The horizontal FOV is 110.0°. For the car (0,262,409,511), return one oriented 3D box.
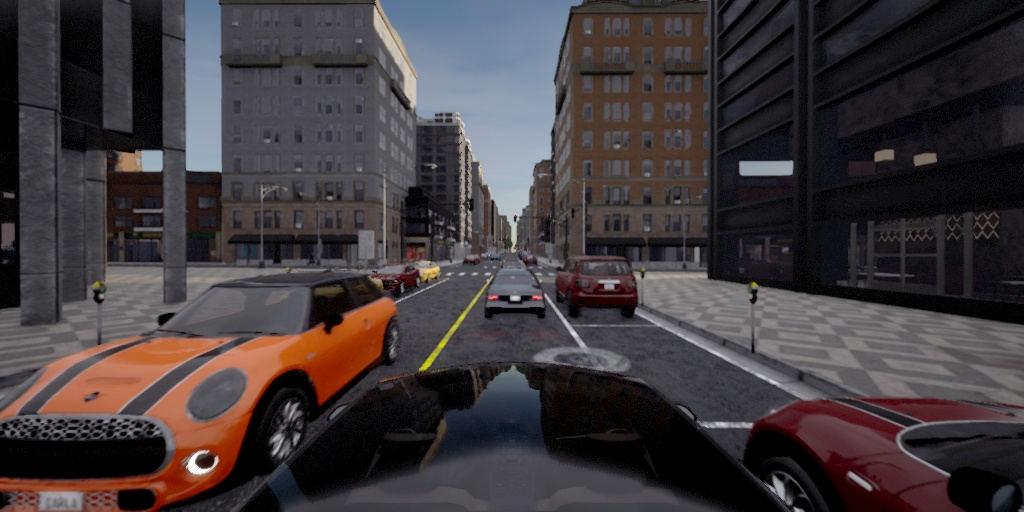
[{"bbox_3d":[-3.099,1.053,4.696,2.097,1.767,4.553,0,1,0],"label":"car"}]

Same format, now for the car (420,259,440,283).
[{"bbox_3d":[-5.859,0.918,23.363,1.751,1.417,4.829,0,0,0],"label":"car"}]

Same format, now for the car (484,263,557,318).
[{"bbox_3d":[0.086,1.128,12.032,2.033,1.411,5.357,0,1,0],"label":"car"}]

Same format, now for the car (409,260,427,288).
[{"bbox_3d":[-5.858,1.029,17.909,1.888,1.381,4.507,0,0,0],"label":"car"}]

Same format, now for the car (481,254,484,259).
[{"bbox_3d":[-5.861,0.404,56.222,1.888,1.381,4.507,0,0,0],"label":"car"}]

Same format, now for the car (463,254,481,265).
[{"bbox_3d":[-5.861,0.496,50.549,1.888,1.381,4.507,0,0,0],"label":"car"}]

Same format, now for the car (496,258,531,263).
[{"bbox_3d":[0.068,0.990,23.730,1.895,1.301,4.718,0,1,0],"label":"car"}]

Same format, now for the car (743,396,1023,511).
[{"bbox_3d":[2.669,1.201,1.030,1.967,1.591,4.097,0,0,0],"label":"car"}]

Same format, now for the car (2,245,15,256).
[{"bbox_3d":[-46.255,0.003,34.908,5.566,2.045,2.150,0,0,1],"label":"car"}]

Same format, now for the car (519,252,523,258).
[{"bbox_3d":[2.664,0.349,61.886,1.802,1.307,4.207,0,0,0],"label":"car"}]

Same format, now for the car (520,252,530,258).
[{"bbox_3d":[2.665,0.441,56.213,1.802,1.307,4.207,0,0,0],"label":"car"}]

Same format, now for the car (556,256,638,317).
[{"bbox_3d":[2.668,0.891,12.277,2.192,1.841,5.009,0,0,0],"label":"car"}]

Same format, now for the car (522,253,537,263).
[{"bbox_3d":[2.665,0.533,50.541,1.802,1.307,4.207,0,0,0],"label":"car"}]

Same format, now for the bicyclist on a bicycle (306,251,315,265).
[{"bbox_3d":[-23.015,0.257,40.973,0.582,1.620,1.656,0,1,0],"label":"bicyclist on a bicycle"}]
